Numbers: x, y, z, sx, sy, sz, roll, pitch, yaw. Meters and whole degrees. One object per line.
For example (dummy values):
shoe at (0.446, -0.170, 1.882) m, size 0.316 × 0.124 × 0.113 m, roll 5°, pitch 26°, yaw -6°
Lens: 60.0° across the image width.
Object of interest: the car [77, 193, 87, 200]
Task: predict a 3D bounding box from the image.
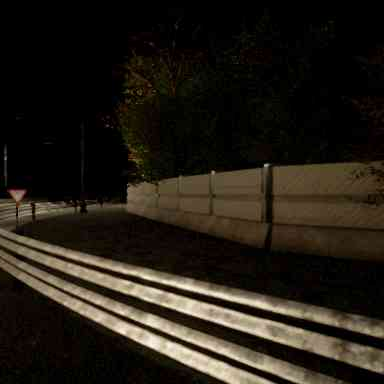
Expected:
car at (-28.210, 1.250, 85.225) m, size 2.150 × 2.045 × 5.566 m, roll 0°, pitch 0°, yaw -22°

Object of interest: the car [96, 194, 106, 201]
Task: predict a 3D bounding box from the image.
car at (-23.251, 1.373, 85.310) m, size 2.097 × 1.767 × 4.553 m, roll 0°, pitch 0°, yaw -6°

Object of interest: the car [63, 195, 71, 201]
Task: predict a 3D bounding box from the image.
car at (-31.508, 1.567, 84.057) m, size 2.033 × 1.411 × 5.357 m, roll 0°, pitch 0°, yaw -22°
